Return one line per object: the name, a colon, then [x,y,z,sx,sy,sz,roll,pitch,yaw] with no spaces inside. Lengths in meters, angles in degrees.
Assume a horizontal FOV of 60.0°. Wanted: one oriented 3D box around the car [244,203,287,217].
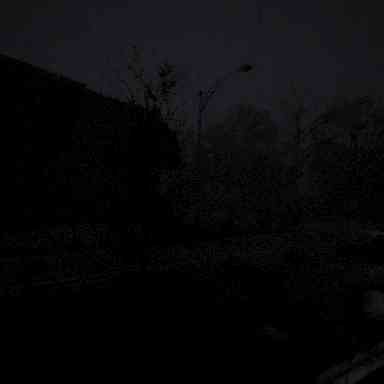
car: [8.314,2.029,38.027,4.902,1.511,2.128,1,-1,33]
